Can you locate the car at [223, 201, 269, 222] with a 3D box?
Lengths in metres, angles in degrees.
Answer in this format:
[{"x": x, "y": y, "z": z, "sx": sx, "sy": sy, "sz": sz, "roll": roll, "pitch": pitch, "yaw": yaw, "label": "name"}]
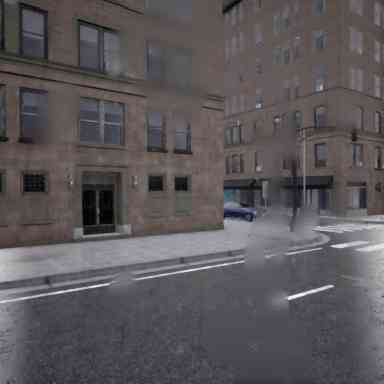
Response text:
[{"x": 3.821, "y": 1.457, "z": 25.919, "sx": 1.812, "sy": 1.442, "sz": 4.674, "roll": -1, "pitch": 1, "yaw": -38, "label": "car"}]
